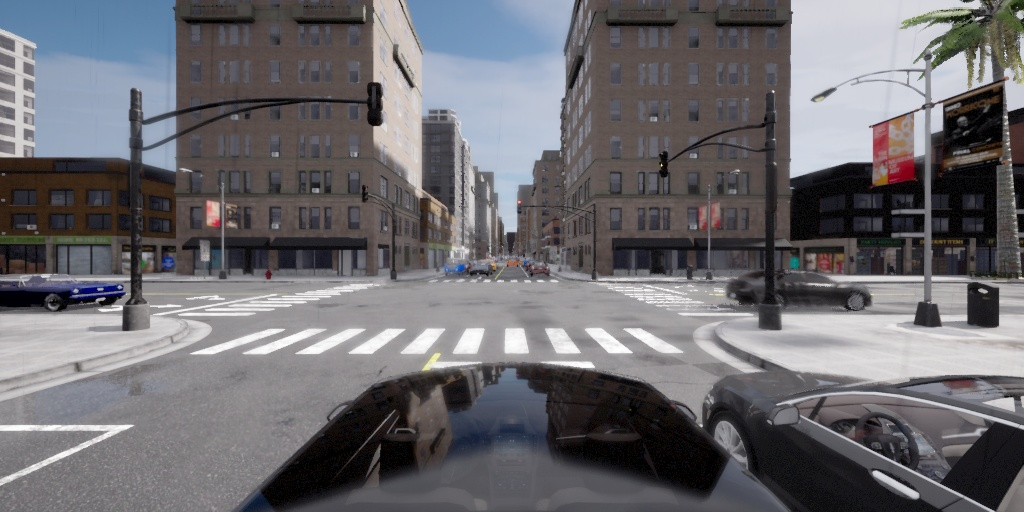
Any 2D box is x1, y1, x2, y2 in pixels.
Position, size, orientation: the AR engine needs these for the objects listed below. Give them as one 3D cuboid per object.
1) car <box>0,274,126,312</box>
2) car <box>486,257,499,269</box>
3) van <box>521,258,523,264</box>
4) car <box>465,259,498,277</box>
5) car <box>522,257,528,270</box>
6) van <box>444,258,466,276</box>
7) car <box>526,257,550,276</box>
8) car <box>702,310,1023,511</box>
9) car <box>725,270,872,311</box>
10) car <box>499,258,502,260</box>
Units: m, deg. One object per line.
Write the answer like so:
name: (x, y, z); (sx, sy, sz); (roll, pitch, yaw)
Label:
car: (-17.762, 1.329, 13.544); (4.718, 1.301, 1.895); (0, 0, 0)
car: (-3.016, 1.231, 46.287); (1.882, 1.535, 5.008); (0, 0, 0)
van: (2.779, 1.093, 59.056); (1.690, 1.789, 3.998); (0, 0, 0)
car: (-3.009, 1.299, 36.585); (2.033, 1.411, 5.357); (0, 0, 4)
car: (2.755, 1.193, 47.717); (1.967, 1.591, 4.097); (0, 0, 0)
van: (-5.794, 1.093, 36.395); (1.690, 1.789, 3.998); (0, 0, 0)
car: (2.732, 1.192, 36.379); (1.967, 1.591, 4.097); (0, 0, 0)
car: (2.668, 1.300, 1.729); (2.007, 1.370, 4.403); (0, 0, 0)
car: (10.885, 1.278, 13.765); (4.892, 1.490, 1.837); (0, 0, 0)
car: (-2.987, 1.354, 56.206); (1.895, 1.301, 4.718); (0, 0, 0)
